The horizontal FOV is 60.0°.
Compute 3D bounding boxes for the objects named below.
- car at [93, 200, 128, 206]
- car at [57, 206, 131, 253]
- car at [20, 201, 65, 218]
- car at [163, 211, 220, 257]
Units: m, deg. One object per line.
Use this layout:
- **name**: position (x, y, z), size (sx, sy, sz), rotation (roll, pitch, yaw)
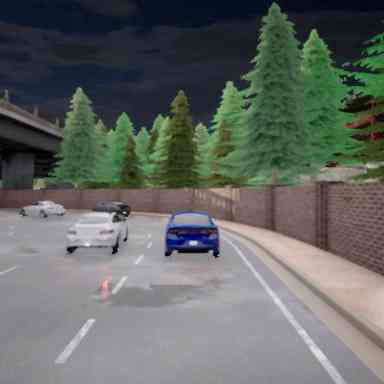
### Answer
- **car**: position (-7.416, 1.477, 29.531), size (4.892, 1.490, 1.837), rotation (0, -1, 43)
- **car**: position (-3.710, 1.513, 13.502), size (1.812, 1.442, 4.674), rotation (0, 0, -5)
- **car**: position (-13.134, 1.498, 29.259), size (4.674, 1.442, 1.812), rotation (0, 0, 32)
- **car**: position (-0.089, 1.465, 12.976), size (1.882, 1.535, 5.008), rotation (0, 0, -3)
